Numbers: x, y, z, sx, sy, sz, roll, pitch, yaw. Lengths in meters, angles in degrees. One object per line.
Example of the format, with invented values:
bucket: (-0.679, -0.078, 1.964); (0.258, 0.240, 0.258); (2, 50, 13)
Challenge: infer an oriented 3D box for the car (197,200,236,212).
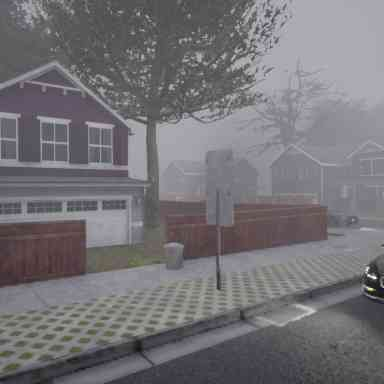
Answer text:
car: (2.076, 1.425, 30.620); (1.837, 1.490, 4.892); (-1, 0, -37)

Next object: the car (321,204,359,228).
car: (8.565, 1.527, 21.752); (1.994, 1.385, 4.181); (-1, 1, -36)

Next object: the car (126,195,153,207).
car: (-7.834, 1.307, 49.061); (1.882, 1.535, 5.008); (-1, 1, -36)

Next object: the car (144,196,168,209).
car: (-4.183, 1.362, 39.188); (1.882, 1.535, 5.008); (-1, 1, -36)

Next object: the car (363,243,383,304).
car: (5.542, 1.503, 7.093); (4.892, 1.490, 1.837); (0, 0, -36)
